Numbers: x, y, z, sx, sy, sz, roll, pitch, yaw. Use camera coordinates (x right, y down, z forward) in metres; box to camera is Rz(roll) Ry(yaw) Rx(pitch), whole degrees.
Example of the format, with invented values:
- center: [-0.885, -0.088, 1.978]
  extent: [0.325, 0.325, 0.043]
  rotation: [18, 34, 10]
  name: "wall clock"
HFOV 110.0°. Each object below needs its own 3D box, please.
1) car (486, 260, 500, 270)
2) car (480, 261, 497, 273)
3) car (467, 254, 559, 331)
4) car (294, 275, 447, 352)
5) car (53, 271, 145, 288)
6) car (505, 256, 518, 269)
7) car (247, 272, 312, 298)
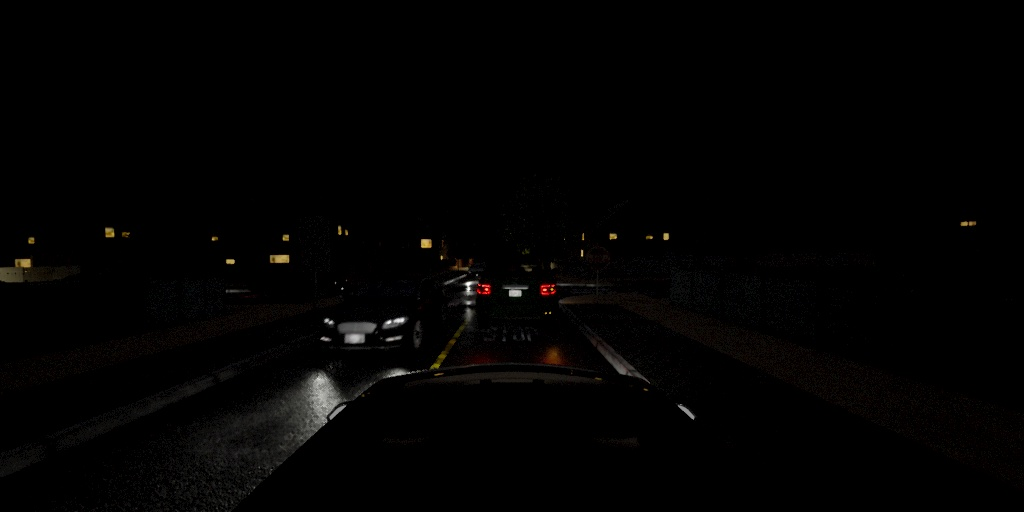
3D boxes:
- center: [-2.926, 1.401, 55.937]
  extent: [1.994, 1.385, 4.181]
  rotation: [0, 0, 0]
  name: "car"
- center: [-2.913, 1.331, 44.501]
  extent: [1.812, 1.442, 4.674]
  rotation: [0, 0, 0]
  name: "car"
- center: [0.283, 0.973, 11.208]
  extent: [2.150, 2.045, 5.566]
  rotation: [0, 0, 4]
  name: "car"
- center: [-2.863, 1.242, 8.975]
  extent: [2.128, 1.511, 4.902]
  rotation: [0, 0, 0]
  name: "car"
- center: [-22.135, 1.606, 19.724]
  extent: [4.892, 1.490, 1.837]
  rotation: [-1, 2, -1]
  name: "car"
- center: [-0.104, 1.077, 60.896]
  extent: [2.150, 2.045, 5.566]
  rotation: [0, 0, 0]
  name: "car"
- center: [-11.691, 1.548, 19.935]
  extent: [4.718, 1.301, 1.895]
  rotation: [-1, 2, -3]
  name: "car"
